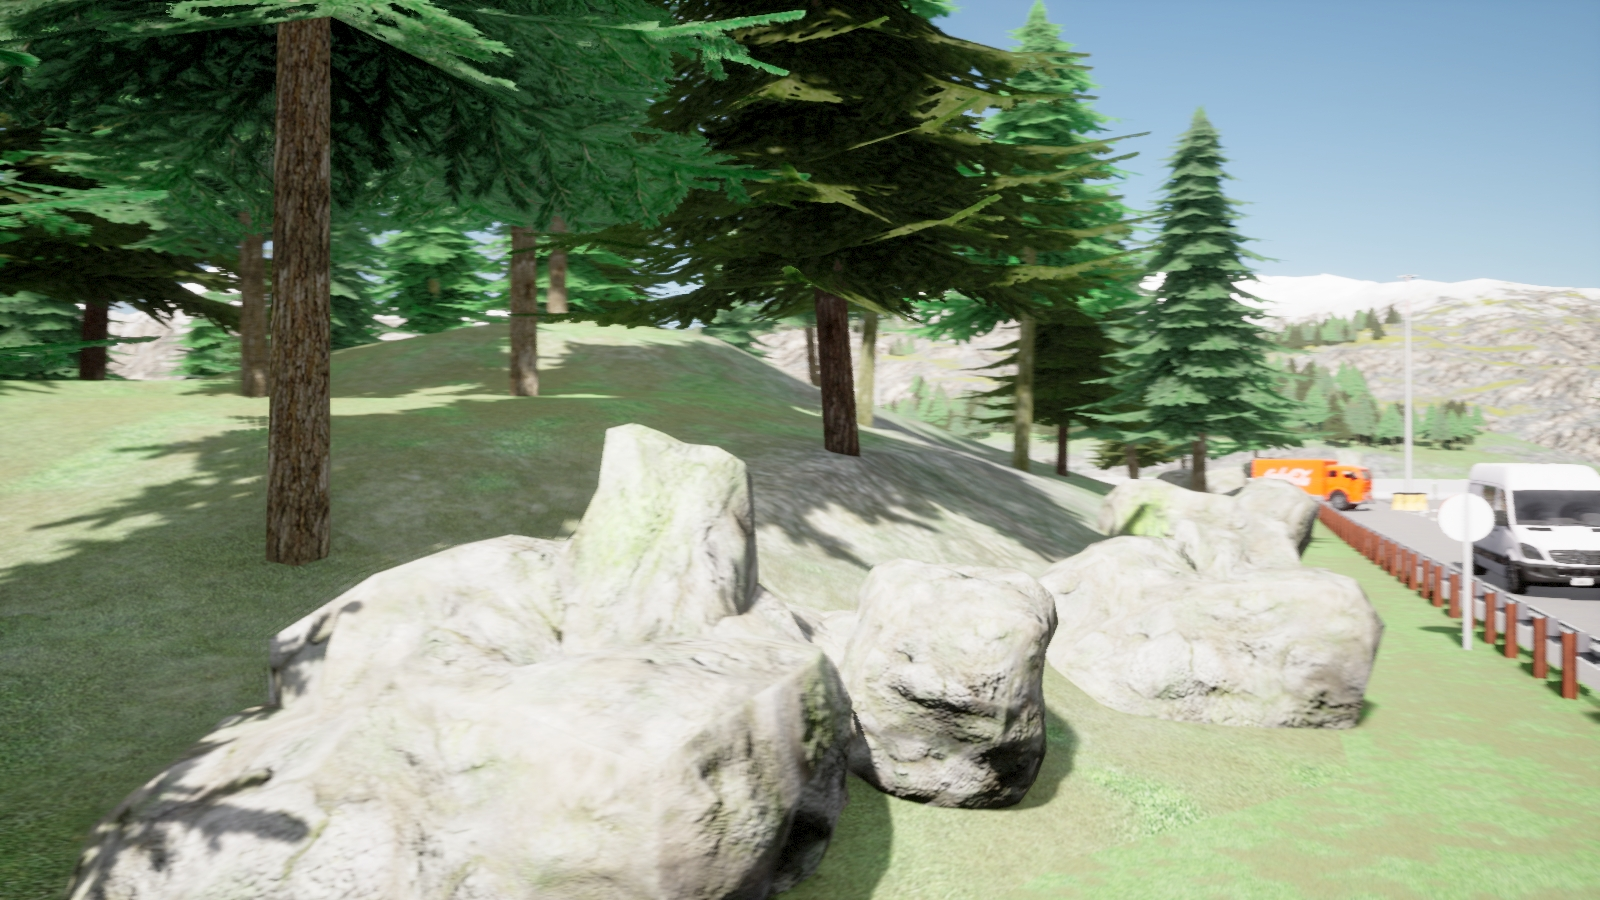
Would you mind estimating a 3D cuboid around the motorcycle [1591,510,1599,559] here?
[{"bbox_3d":[21.426,2.258,29.737,0.867,1.251,2.209,0,0,21],"label":"motorcycle"}]

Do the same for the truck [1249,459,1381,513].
[{"bbox_3d":[24.981,1.686,55.540,5.204,2.467,2.627,0,-1,45],"label":"truck"}]

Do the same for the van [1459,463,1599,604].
[{"bbox_3d":[15.588,1.578,24.039,1.988,2.561,5.915,0,0,20],"label":"van"}]
